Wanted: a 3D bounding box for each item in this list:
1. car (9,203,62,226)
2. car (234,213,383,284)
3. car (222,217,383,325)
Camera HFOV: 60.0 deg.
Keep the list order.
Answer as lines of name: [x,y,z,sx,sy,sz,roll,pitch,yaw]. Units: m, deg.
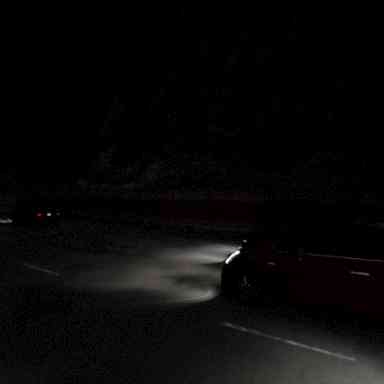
car: [-10.810,1.476,22.851,2.033,1.411,5.357,0,0,-44]
car: [3.865,1.511,9.988,4.892,1.490,1.837,0,0,37]
car: [2.821,1.357,6.414,4.553,1.767,2.097,0,0,36]
